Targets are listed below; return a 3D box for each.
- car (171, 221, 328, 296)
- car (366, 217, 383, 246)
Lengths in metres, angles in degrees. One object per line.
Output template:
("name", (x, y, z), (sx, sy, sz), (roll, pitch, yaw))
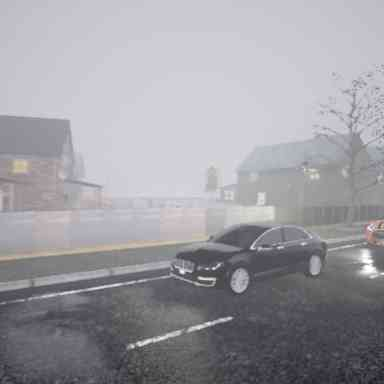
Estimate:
("car", (1.734, 1.589, 8.997), (4.892, 1.490, 1.837), (1, -1, -36))
("car", (9.790, 1.542, 14.988), (4.553, 1.767, 2.097), (1, -1, -37))
